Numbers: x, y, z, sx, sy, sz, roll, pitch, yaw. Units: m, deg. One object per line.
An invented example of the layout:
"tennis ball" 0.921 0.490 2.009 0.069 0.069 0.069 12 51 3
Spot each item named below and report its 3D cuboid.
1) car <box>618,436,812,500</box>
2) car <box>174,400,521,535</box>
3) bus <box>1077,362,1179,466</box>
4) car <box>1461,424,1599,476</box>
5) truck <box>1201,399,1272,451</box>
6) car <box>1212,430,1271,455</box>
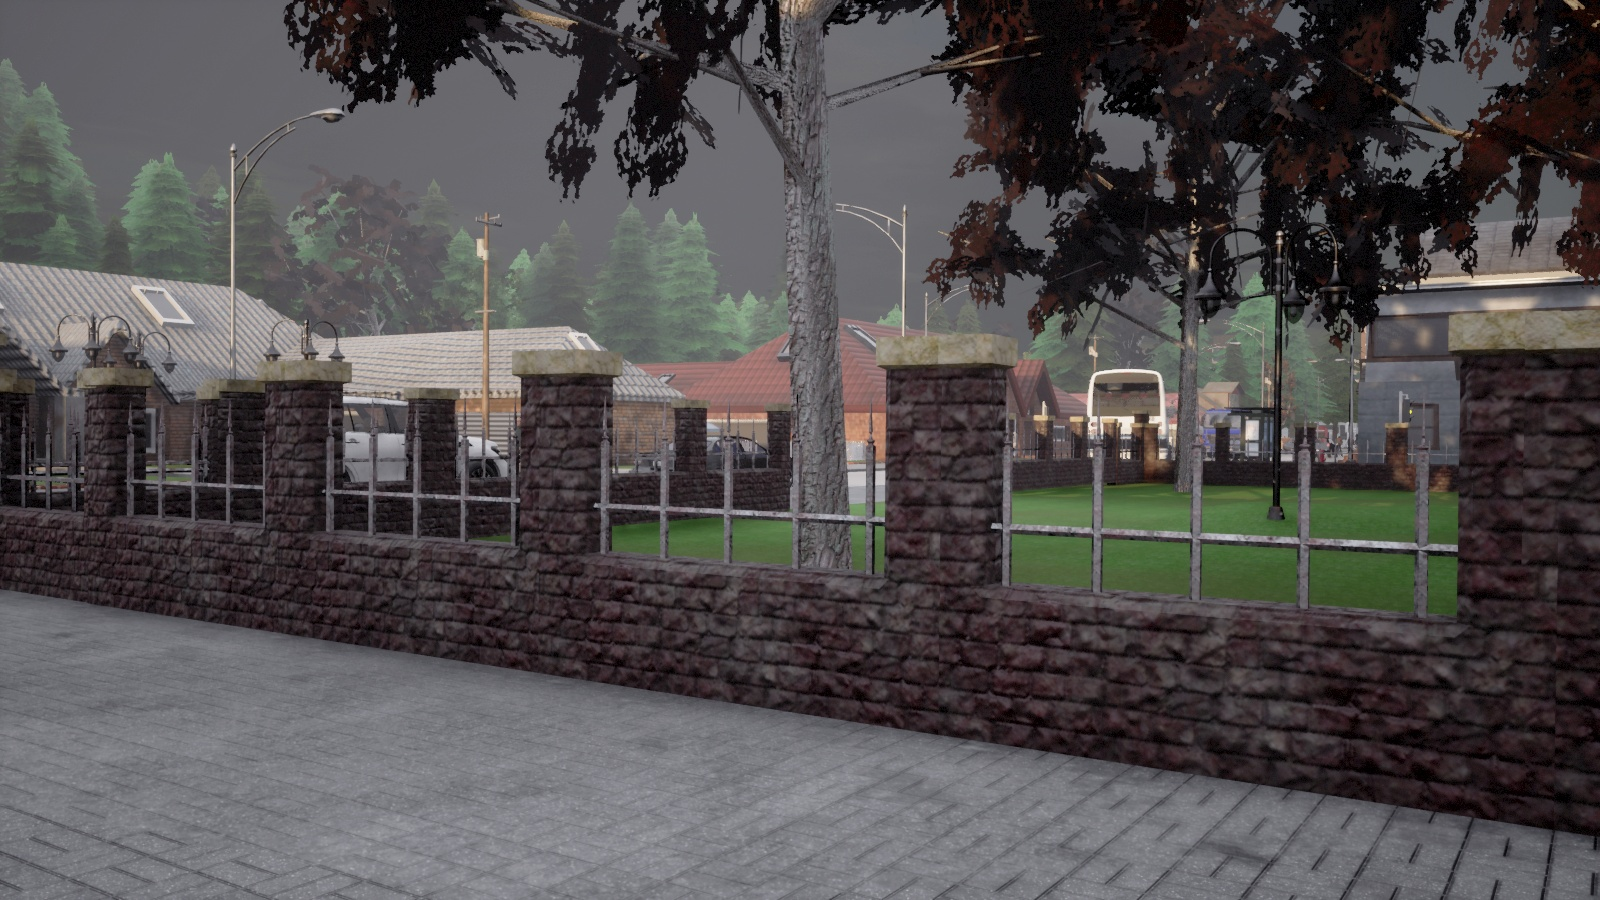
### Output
"car" -1.944 0.375 30.879 2.033 1.411 5.357 0 1 31
"car" -7.683 0.219 22.017 2.150 2.045 5.566 0 1 32
"bus" 15.137 -1.564 57.295 3.944 4.253 10.273 -1 1 17
"car" 23.066 -0.023 38.337 5.008 1.535 1.882 0 1 30
"truck" 30.727 -1.733 88.221 2.891 3.462 7.936 0 1 33
"car" 25.919 -0.460 73.575 2.033 1.411 5.357 0 1 33
